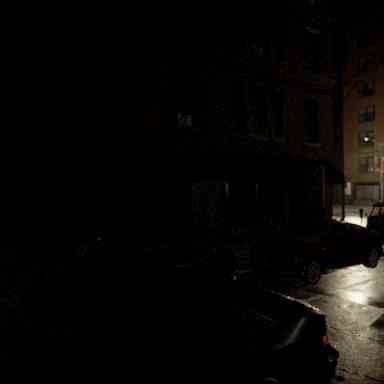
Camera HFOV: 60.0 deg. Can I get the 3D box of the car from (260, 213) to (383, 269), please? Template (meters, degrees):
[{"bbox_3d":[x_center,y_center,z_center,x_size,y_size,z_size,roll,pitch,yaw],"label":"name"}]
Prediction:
[{"bbox_3d":[3.561,1.472,9.268,4.507,1.381,1.887,-1,1,-35],"label":"car"}]

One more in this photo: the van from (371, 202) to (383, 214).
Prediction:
[{"bbox_3d":[8.180,1.216,12.537,3.998,1.788,1.690,-1,1,-35],"label":"van"}]

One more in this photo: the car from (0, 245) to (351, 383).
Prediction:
[{"bbox_3d":[-1.020,1.542,2.648,5.357,1.411,2.033,-1,0,-35],"label":"car"}]

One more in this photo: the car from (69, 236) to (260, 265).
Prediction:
[{"bbox_3d":[-1.057,1.544,5.999,4.313,1.339,1.947,-1,1,-35],"label":"car"}]
